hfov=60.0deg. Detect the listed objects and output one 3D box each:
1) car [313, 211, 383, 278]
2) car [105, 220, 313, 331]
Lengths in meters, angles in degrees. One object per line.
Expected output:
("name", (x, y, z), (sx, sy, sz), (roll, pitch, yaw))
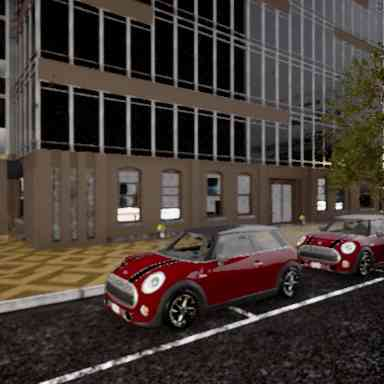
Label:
("car", (4.964, 1.438, 10.104), (4.097, 1.590, 1.967), (0, 0, -36))
("car", (0.331, 1.440, 6.798), (4.097, 1.590, 1.967), (0, 0, -36))
